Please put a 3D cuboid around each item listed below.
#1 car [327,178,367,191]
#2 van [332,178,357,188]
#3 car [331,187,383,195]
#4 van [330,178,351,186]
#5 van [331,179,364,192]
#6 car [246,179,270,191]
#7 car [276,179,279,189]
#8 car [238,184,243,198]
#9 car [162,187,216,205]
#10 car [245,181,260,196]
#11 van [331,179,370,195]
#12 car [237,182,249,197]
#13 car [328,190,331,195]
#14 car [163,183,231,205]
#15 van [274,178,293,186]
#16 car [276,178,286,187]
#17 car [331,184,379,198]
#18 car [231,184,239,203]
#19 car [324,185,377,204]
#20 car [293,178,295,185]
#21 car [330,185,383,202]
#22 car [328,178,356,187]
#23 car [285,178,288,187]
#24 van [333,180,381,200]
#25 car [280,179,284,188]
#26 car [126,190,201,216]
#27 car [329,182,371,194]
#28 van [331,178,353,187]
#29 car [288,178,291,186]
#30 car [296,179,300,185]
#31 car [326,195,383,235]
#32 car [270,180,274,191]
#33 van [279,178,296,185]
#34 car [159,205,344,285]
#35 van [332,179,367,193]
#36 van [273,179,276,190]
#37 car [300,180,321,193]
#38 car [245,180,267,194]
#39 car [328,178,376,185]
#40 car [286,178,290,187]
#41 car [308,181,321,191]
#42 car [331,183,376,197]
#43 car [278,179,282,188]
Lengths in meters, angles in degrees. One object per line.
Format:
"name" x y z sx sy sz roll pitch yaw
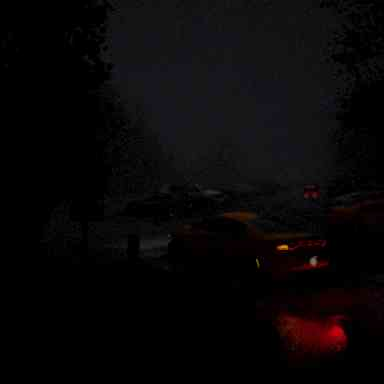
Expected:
"car" 24.716 -1.195 53.261 5.566 2.045 2.435 1 3 22
"van" 30.199 -1.783 66.105 4.442 1.987 1.878 1 3 23
"car" 9.982 0.837 17.589 4.553 1.767 2.185 1 3 22
"van" 36.348 -2.517 81.540 4.442 1.987 1.878 1 2 22
"van" 23.574 -1.048 50.740 4.442 1.987 1.878 1 3 23
"car" 8.472 -0.733 48.082 4.553 1.767 2.185 1 3 22
"car" 11.603 -0.948 55.795 4.792 1.488 2.163 1 3 22
"car" 2.078 0.233 32.738 4.892 1.521 2.231 1 3 22
"car" -1.110 0.670 25.056 5.008 1.535 2.097 1 3 22
"car" 5.134 -0.217 40.605 5.366 1.575 1.946 1 3 22
"van" 20.396 -0.679 43.054 4.442 1.987 1.878 1 3 22
"car" 2.963 0.080 35.372 5.366 1.575 1.946 1 3 22
"car" 10.940 0.852 20.061 4.792 1.488 2.163 1 3 23
"car" -0.028 0.273 27.595 5.566 2.045 2.435 1 3 22
"van" 23.208 -2.548 83.998 4.442 1.987 1.878 1 3 22
"car" 14.646 -1.349 63.539 5.366 1.575 1.946 1 3 22
"car" 18.461 -0.167 38.039 4.792 1.488 2.163 1 3 23
"car" 1.181 0.377 30.109 5.366 1.575 1.946 1 3 22
"car" 12.915 0.526 25.229 5.366 1.575 1.946 1 3 23
"car" 21.187 -2.077 78.842 5.008 1.535 2.097 1 3 22
"car" 16.240 0.122 32.835 4.792 1.488 2.163 1 3 22
"car" 33.246 -2.176 73.828 5.566 2.045 2.435 1 3 22
"car" 15.886 -1.465 66.028 4.892 1.521 2.231 1 3 22
"van" 17.479 -0.281 35.436 4.442 1.987 1.878 1 3 22
"car" 13.728 -1.192 60.919 4.792 1.488 2.163 1 3 22
"car" -2.204 0.846 22.510 4.792 1.488 2.163 1 3 22
"car" 21.568 -0.578 45.591 5.008 1.535 2.097 1 3 23
"van" 34.440 -2.271 76.331 4.442 1.987 1.878 1 3 22
"car" 17.834 -1.715 71.225 5.366 1.575 1.946 1 3 22
"car" 24.405 -2.694 86.503 5.566 2.045 2.435 1 3 22
"car" 8.889 1.108 15.053 5.008 1.535 2.097 1 3 22
"car" 9.532 -0.703 50.648 4.792 1.488 2.163 1 3 23
"van" 26.390 -2.840 91.672 4.442 1.987 1.878 1 2 22
"car" 1.186 1.289 9.023 1.882 1.535 5.008 1 0 -33
"van" 22.730 -0.924 48.095 4.442 1.987 1.878 1 3 23
"van" 10.674 -1.079 53.166 4.442 1.987 1.878 1 3 22
"car" 17.369 -0.666 48.374 2.128 1.511 4.902 1 3 22
"car" 6.492 -0.346 42.910 5.366 1.575 1.946 1 3 22
"car" 15.231 -0.012 30.244 5.566 2.045 2.435 1 3 22
"car" 16.937 -1.587 68.595 4.892 1.521 2.231 1 3 22
"car" 21.310 -1.133 57.875 1.882 1.535 5.008 1 3 22
"car" 19.471 -0.295 40.474 4.792 1.488 2.163 1 3 23
"car" 12.666 -1.070 58.357 4.792 1.488 2.163 1 3 22
